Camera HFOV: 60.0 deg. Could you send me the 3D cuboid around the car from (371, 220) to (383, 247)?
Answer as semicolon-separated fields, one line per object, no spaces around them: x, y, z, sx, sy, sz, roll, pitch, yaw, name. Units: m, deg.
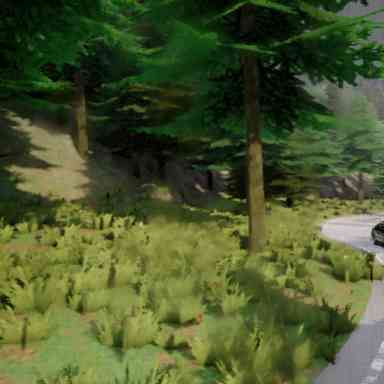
9.019;1.768;14.070;1.994;1.385;4.181;-2;-1;17;car
